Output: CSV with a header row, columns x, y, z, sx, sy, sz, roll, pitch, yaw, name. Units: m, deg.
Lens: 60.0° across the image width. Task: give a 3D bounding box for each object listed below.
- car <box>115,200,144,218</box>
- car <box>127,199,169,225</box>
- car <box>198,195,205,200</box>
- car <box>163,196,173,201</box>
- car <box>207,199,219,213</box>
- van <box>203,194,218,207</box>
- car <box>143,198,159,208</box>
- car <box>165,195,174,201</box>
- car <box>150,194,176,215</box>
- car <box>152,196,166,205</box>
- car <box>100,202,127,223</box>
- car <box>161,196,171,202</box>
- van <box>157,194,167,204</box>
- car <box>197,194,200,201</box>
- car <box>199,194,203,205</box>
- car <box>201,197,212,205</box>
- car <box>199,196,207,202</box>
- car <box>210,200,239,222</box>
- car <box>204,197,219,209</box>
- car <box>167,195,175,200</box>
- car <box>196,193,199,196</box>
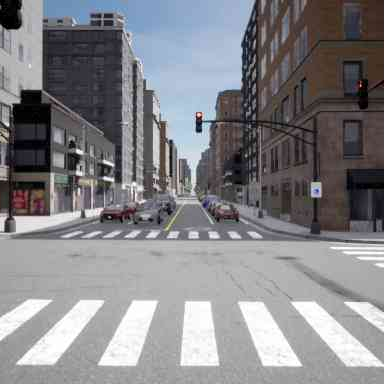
x,y,z,sx,sy,sz,roll,pitch,yaw,name
-5.882,1.552,31.613,1.887,1.381,4.507,1,0,0,car
-3.104,1.497,24.346,2.128,1.511,4.902,0,0,-1,car
2.581,1.565,94.190,1.752,1.417,4.829,1,0,0,car
-5.934,1.600,82.669,1.947,1.339,4.313,1,0,0,car
2.644,1.589,31.613,1.802,1.307,4.206,1,0,0,car
2.635,1.353,42.960,1.690,1.788,3.998,1,0,0,van
-5.899,1.596,48.632,1.802,1.307,4.206,1,0,0,car
-5.940,1.603,88.342,1.947,1.339,4.313,1,0,0,car
-3.137,1.230,34.267,2.150,2.045,5.566,0,0,0,car
-5.909,1.461,59.977,1.967,1.590,4.097,1,0,0,car
-5.876,1.551,25.940,1.887,1.381,4.507,1,0,0,car
-5.928,1.582,76.996,2.008,1.369,4.403,1,0,0,car
-5.915,1.365,65.650,1.690,1.788,3.998,1,0,0,van
2.603,1.593,71.327,1.947,1.339,4.313,1,0,0,car
2.629,1.329,48.633,2.192,1.841,5.009,1,0,0,car
2.615,1.602,59.980,1.802,1.307,4.206,1,0,0,car
2.597,1.556,77.170,1.752,1.417,4.829,1,0,0,car
2.650,1.588,25.940,1.802,1.307,4.206,1,0,0,car
2.638,1.591,37.287,1.802,1.307,4.206,1,0,0,car
-5.945,1.585,94.015,1.887,1.381,4.507,1,0,0,car
2.594,1.349,82.674,2.192,1.841,5.009,1,0,0,car
